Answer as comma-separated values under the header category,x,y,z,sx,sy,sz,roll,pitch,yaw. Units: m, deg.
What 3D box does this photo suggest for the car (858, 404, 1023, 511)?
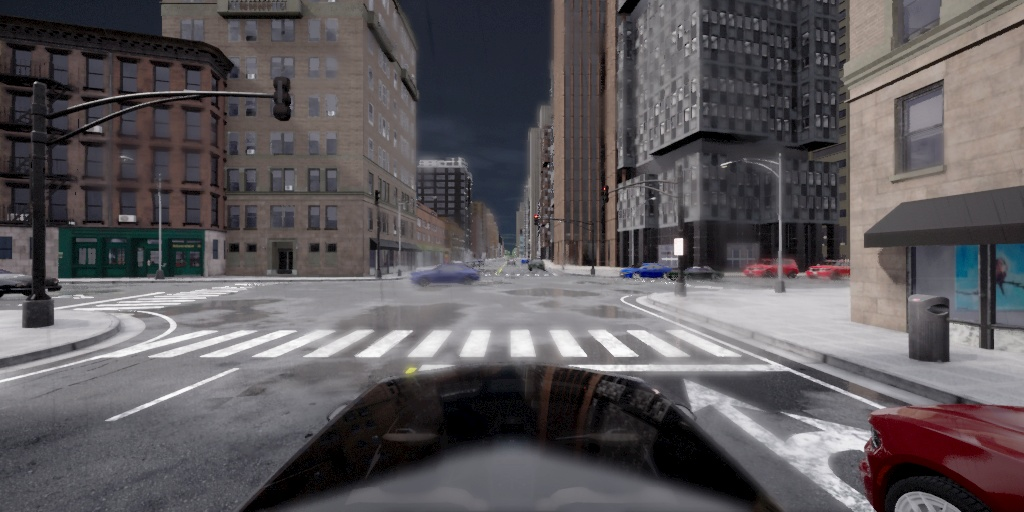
category,x,y,z,sx,sy,sz,roll,pitch,yaw
car,3.353,1.228,0.399,1.882,1.535,5.008,0,0,0

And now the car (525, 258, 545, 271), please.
category,x,y,z,sx,sy,sz,roll,pitch,yaw
car,3.295,1.112,48.977,2.097,1.767,4.553,0,0,0

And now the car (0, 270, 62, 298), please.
category,x,y,z,sx,sy,sz,roll,pitch,yaw
car,-22.317,1.032,14.441,5.357,1.411,2.033,1,0,-16

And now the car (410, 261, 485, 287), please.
category,x,y,z,sx,sy,sz,roll,pitch,yaw
car,-4.390,1.275,23.948,4.674,1.442,1.812,0,0,-19

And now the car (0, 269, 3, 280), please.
category,x,y,z,sx,sy,sz,roll,pitch,yaw
car,-21.029,1.021,11.451,5.357,1.411,2.033,1,0,-13

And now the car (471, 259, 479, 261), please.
category,x,y,z,sx,sy,sz,roll,pitch,yaw
car,-6.683,1.252,54.663,2.128,1.511,4.902,0,0,0

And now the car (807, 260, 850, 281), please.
category,x,y,z,sx,sy,sz,roll,pitch,yaw
car,32.293,1.384,35.654,5.566,2.045,2.150,1,0,-14

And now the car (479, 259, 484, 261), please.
category,x,y,z,sx,sy,sz,roll,pitch,yaw
car,-6.673,1.326,64.625,1.994,1.385,4.181,0,0,0

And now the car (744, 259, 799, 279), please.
category,x,y,z,sx,sy,sz,roll,pitch,yaw
car,27.260,1.350,37.703,5.566,2.045,2.150,1,0,-15

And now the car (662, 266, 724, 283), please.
category,x,y,z,sx,sy,sz,roll,pitch,yaw
car,15.750,1.568,30.923,4.718,1.301,1.895,1,0,-18

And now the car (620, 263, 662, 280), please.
category,x,y,z,sx,sy,sz,roll,pitch,yaw
car,12.593,1.437,33.635,5.008,1.535,1.882,1,0,-13

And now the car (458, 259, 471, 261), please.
category,x,y,z,sx,sy,sz,roll,pitch,yaw
car,-6.672,1.284,44.703,1.812,1.442,4.674,0,0,0
